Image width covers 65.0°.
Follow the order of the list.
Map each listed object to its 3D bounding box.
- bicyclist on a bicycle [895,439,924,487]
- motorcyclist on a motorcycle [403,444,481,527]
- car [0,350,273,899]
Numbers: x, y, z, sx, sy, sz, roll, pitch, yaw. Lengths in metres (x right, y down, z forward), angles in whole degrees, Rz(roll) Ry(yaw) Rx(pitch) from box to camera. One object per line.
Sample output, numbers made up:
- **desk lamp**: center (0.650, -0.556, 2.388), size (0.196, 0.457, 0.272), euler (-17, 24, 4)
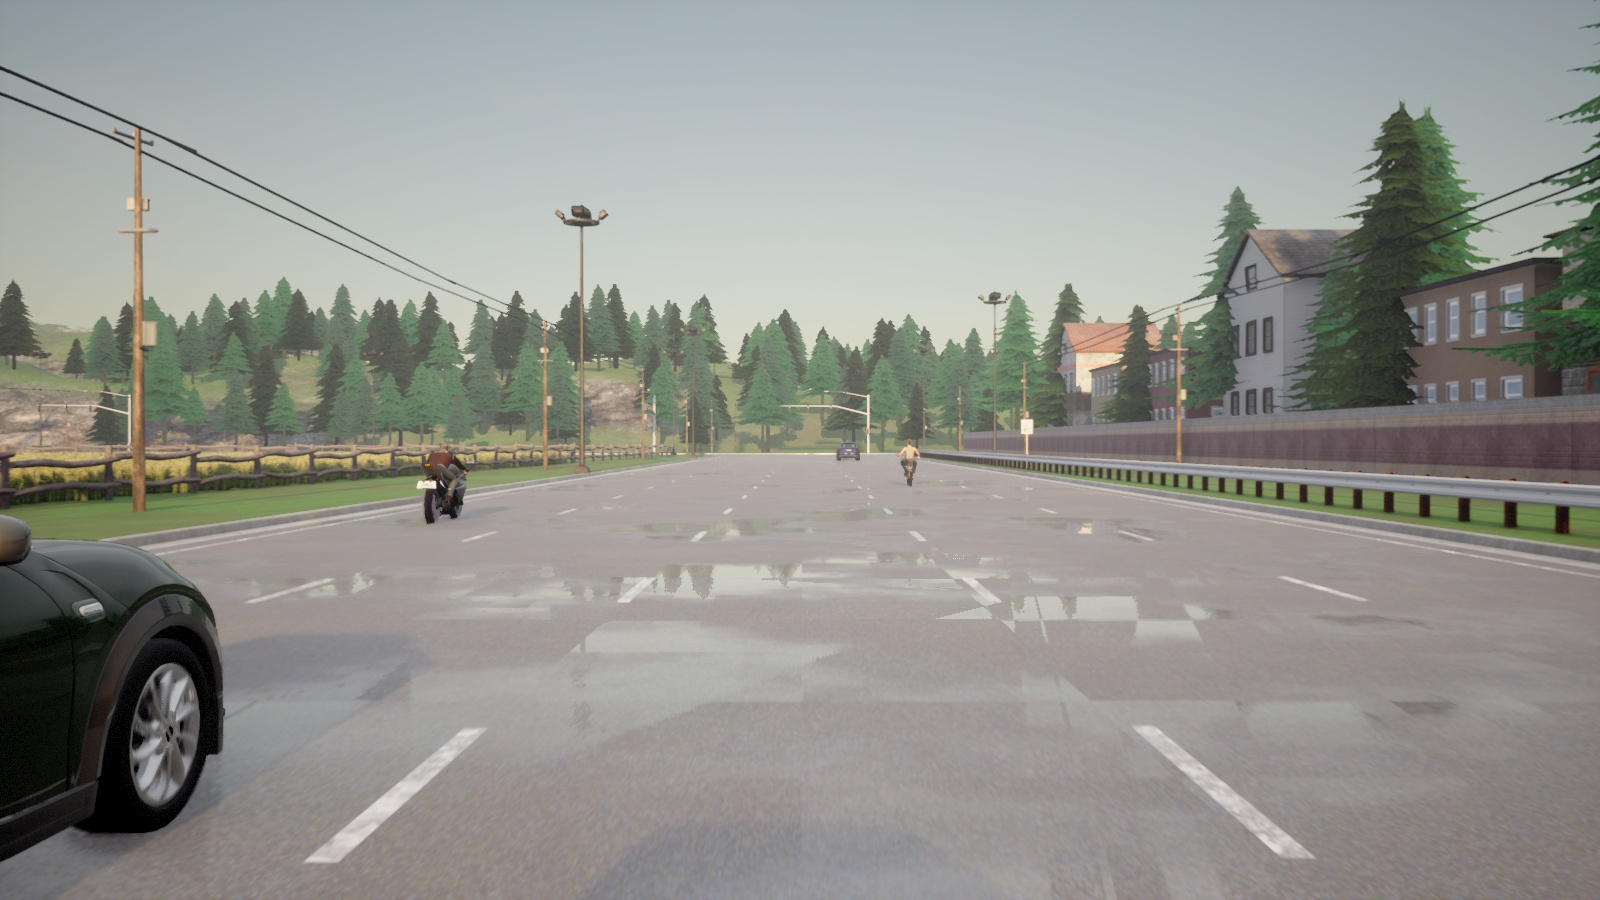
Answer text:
- **bicyclist on a bicycle**: center (3.758, 0.448, 43.131), size (0.866, 1.612, 1.509), euler (0, 0, 1)
- **motorcyclist on a motorcycle**: center (-6.848, 0.642, 24.151), size (0.866, 1.530, 2.191), euler (0, 0, 0)
- **car**: center (-3.465, 0.583, 3.454), size (2.097, 1.767, 4.553), euler (0, 0, 0)
